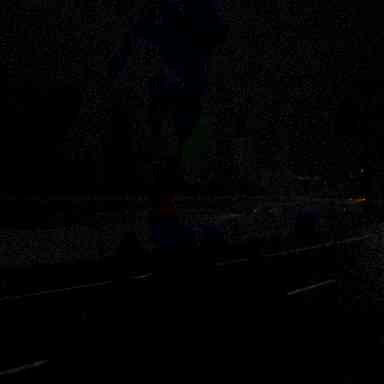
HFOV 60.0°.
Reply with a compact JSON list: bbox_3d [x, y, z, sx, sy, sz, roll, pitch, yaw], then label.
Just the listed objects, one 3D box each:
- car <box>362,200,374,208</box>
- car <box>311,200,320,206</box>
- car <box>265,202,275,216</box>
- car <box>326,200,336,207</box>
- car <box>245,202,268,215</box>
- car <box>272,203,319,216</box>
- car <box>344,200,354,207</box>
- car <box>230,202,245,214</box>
[{"bbox_3d":[34.032,2.297,64.302,1.882,1.535,5.008,0,-1,29],"label":"car"},{"bbox_3d":[28.898,2.573,77.946,1.895,1.301,4.718,0,-1,25],"label":"car"},{"bbox_3d":[10.418,2.080,36.776,1.895,1.301,4.718,-1,-1,42],"label":"car"},{"bbox_3d":[31.229,2.497,74.577,2.033,1.411,5.357,0,-1,25],"label":"car"},{"bbox_3d":[8.983,2.022,40.446,2.128,1.511,4.902,-1,-1,42],"label":"car"},{"bbox_3d":[9.683,1.967,30.948,1.994,1.385,4.181,-1,-1,44],"label":"car"},{"bbox_3d":[33.796,2.432,71.732,1.812,1.442,4.674,0,-1,25],"label":"car"},{"bbox_3d":[6.815,2.071,43.255,1.837,1.490,4.892,-1,0,42],"label":"car"}]
